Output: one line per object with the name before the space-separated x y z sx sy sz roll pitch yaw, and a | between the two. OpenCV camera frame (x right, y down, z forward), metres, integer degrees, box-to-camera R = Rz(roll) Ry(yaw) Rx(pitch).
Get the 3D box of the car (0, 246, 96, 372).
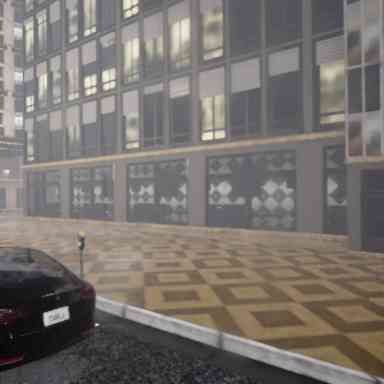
car | -3.345 1.541 5.274 4.313 1.339 1.947 0 -1 36
